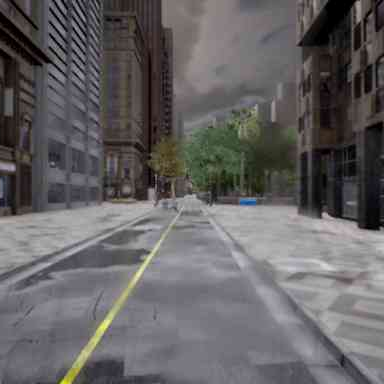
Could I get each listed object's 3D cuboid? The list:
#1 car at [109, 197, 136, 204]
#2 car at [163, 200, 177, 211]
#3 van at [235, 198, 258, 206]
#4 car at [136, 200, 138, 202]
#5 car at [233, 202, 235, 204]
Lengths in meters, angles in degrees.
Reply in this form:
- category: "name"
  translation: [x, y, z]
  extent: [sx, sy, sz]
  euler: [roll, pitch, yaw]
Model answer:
- category: "car"
  translation: [-15.043, 1.879, 70.702]
  extent: [4.829, 1.417, 1.752]
  euler: [1, -2, 0]
- category: "car"
  translation: [-3.083, 1.868, 47.455]
  extent: [2.128, 1.511, 4.902]
  euler: [0, 0, 0]
- category: "van"
  translation: [11.877, 2.139, 70.603]
  extent: [3.998, 1.788, 1.690]
  euler: [1, -2, 0]
- category: "car"
  translation: [-15.361, 1.995, 79.227]
  extent: [4.829, 1.417, 1.752]
  euler: [1, -2, 0]
- category: "car"
  translation: [11.894, 2.501, 79.120]
  extent: [4.206, 1.307, 1.802]
  euler: [1, -2, 0]
